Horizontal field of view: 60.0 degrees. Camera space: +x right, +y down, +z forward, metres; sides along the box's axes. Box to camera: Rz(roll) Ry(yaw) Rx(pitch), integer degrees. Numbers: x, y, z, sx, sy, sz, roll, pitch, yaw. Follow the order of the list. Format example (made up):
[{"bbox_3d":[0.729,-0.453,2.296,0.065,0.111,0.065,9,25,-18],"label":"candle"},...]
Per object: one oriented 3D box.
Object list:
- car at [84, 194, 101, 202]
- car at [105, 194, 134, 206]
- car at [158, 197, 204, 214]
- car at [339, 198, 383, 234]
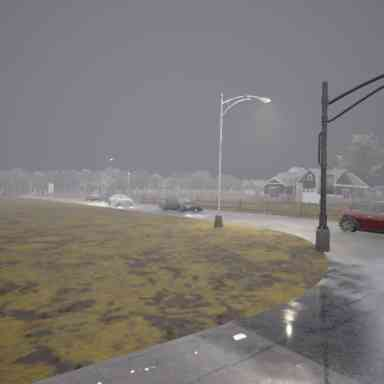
[{"bbox_3d":[-18.166,1.007,61.169,2.033,1.411,5.357,2,-1,-35],"label":"car"},{"bbox_3d":[-9.067,1.039,42.195,1.812,1.442,4.674,2,-1,-35],"label":"car"},{"bbox_3d":[-1.179,1.203,31.100,2.033,1.411,5.357,2,0,-36],"label":"car"},{"bbox_3d":[9.602,1.262,15.919,2.097,1.767,4.553,0,2,-35],"label":"car"}]
